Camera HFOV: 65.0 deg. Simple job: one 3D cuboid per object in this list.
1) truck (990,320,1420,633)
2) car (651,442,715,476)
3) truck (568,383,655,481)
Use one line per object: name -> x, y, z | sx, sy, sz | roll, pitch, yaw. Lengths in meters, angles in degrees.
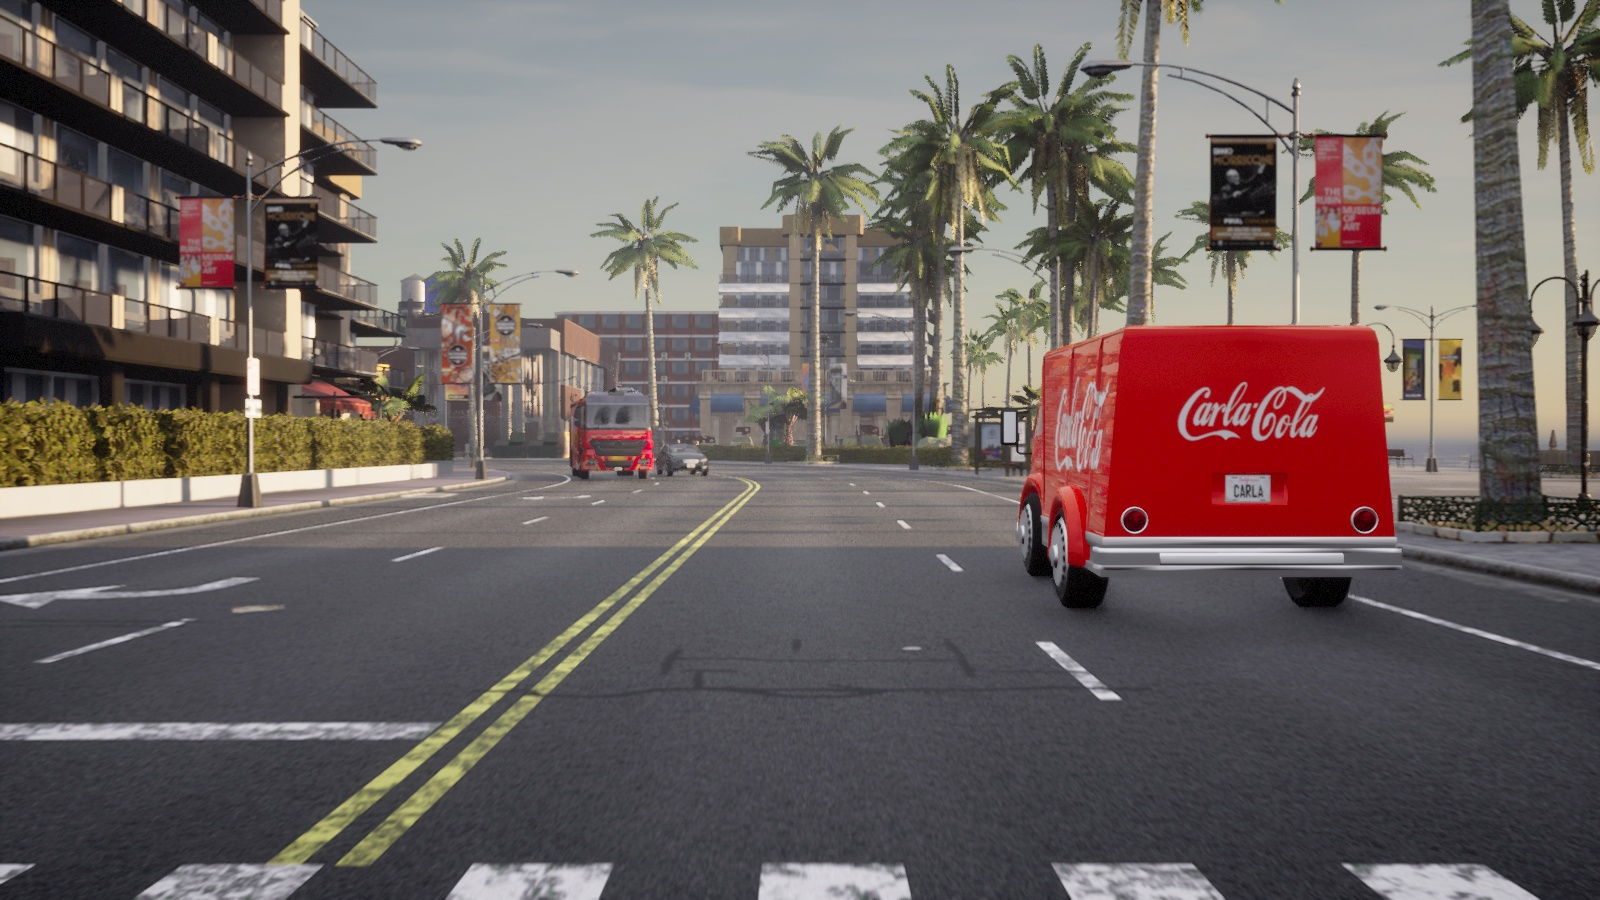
truck -> 3.587, 0.192, 12.520 | 2.627, 2.467, 5.204 | 0, 0, 0
car -> -5.376, 0.377, 57.113 | 2.128, 1.511, 4.902 | 0, 0, -15
truck -> -8.206, -0.728, 53.872 | 2.891, 3.827, 8.468 | 0, 0, -14
